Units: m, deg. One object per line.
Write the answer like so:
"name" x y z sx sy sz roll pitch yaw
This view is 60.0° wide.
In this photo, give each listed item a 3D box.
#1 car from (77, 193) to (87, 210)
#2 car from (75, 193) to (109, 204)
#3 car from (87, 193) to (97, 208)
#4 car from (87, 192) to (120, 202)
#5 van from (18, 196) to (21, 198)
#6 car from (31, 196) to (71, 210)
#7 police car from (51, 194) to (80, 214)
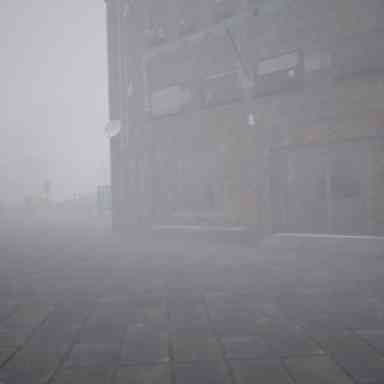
"car" -18.153 1.359 48.017 4.674 1.452 2.002 -2 2 23
"car" -15.972 1.002 53.150 4.892 1.521 2.231 -2 2 23
"car" -17.103 1.168 50.465 4.892 1.521 2.231 -2 2 23
"car" -14.867 0.842 55.710 5.008 1.535 2.097 -2 2 23
"van" -20.245 1.402 42.832 4.442 1.987 1.878 -2 2 23
"car" -19.251 1.480 45.455 4.892 1.521 2.231 -2 2 23
"police car" -14.963 1.489 35.655 1.930 1.638 5.238 -2 1 22
